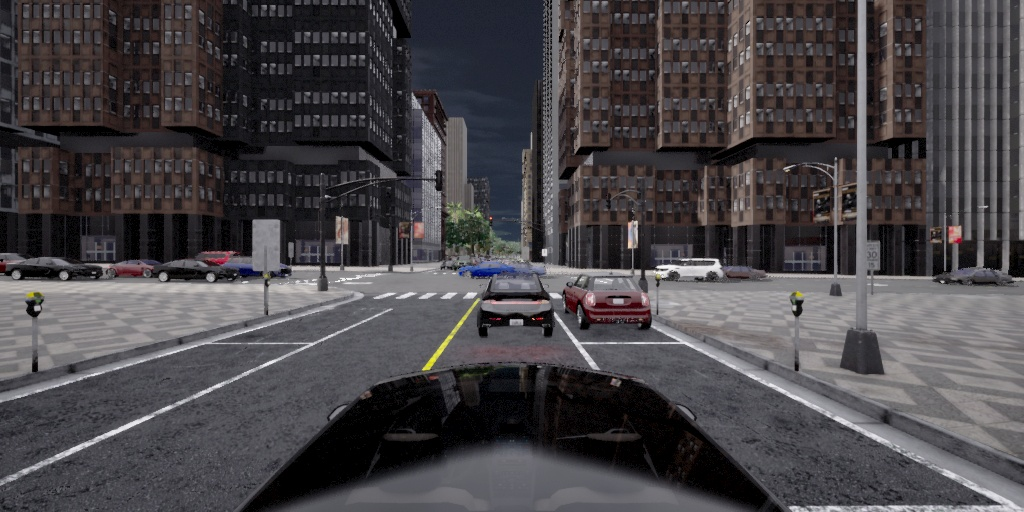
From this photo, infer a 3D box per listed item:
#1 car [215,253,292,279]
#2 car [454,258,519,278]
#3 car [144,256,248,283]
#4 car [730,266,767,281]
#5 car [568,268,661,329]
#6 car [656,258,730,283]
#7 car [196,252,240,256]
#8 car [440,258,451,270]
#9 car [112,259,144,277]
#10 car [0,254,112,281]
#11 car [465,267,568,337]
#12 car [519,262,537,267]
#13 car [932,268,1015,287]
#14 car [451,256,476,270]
[{"bbox_3d":[-19.563,0.855,27.554,4.553,1.767,2.097,1,0,0],"label":"car"},{"bbox_3d":[-2.144,1.222,31.158,5.008,1.535,1.882,1,0,0],"label":"car"},{"bbox_3d":[-21.272,0.960,24.288,5.008,1.535,1.882,1,0,-1],"label":"car"},{"bbox_3d":[21.462,1.628,34.617,5.357,1.411,2.033,1,0,-1],"label":"car"},{"bbox_3d":[2.734,1.190,11.171,1.967,1.591,4.097,0,0,0],"label":"car"},{"bbox_3d":[15.363,1.217,31.311,5.566,2.045,2.150,1,0,0],"label":"car"},{"bbox_3d":[-28.594,0.591,34.186,5.566,2.045,2.150,1,0,-1],"label":"car"},{"bbox_3d":[-9.284,1.323,52.474,1.948,1.339,4.313,0,0,-1],"label":"car"},{"bbox_3d":[-28.206,0.945,27.472,4.181,1.385,1.994,1,0,-1],"label":"car"},{"bbox_3d":[-30.739,0.827,24.207,5.008,1.535,1.882,1,0,0],"label":"car"},{"bbox_3d":[0.076,1.241,10.285,2.128,1.511,4.902,0,0,-1],"label":"car"},{"bbox_3d":[0.599,1.327,34.431,5.357,1.411,2.033,1,0,-1],"label":"car"},{"bbox_3d":[40.493,1.910,31.506,5.357,1.411,2.033,1,0,0],"label":"car"},{"bbox_3d":[-6.588,0.973,49.372,2.150,2.045,5.566,0,0,0],"label":"car"}]
